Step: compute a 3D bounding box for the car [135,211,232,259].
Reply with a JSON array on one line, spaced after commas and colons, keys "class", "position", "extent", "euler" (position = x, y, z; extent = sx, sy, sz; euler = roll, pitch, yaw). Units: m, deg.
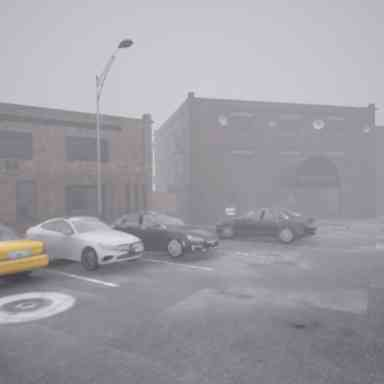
[{"class": "car", "position": [-1.287, 1.501, 12.687], "extent": [4.892, 1.521, 2.231], "euler": [-1, -1, 34]}]

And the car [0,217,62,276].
[{"class": "car", "position": [-6.215, 1.486, 9.372], "extent": [5.366, 1.575, 1.946], "euler": [-1, -1, 35]}]

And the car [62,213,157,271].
[{"class": "car", "position": [-3.672, 1.533, 10.979], "extent": [4.674, 1.452, 2.002], "euler": [-1, -1, 34]}]

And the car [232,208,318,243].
[{"class": "car", "position": [3.491, 1.514, 16.085], "extent": [4.892, 1.521, 2.231], "euler": [-1, -1, 34]}]
